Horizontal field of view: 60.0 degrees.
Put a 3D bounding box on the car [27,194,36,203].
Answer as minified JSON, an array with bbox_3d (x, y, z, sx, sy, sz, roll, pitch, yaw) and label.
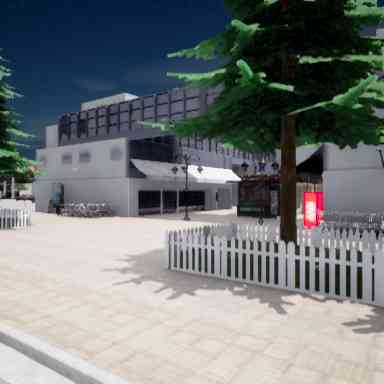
[{"bbox_3d":[-26.248,1.072,58.259,4.605,1.855,1.932,0,0,36],"label":"car"}]

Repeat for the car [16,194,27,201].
[{"bbox_3d":[-37.451,1.275,74.314,4.514,1.523,2.007,0,0,36],"label":"car"}]
